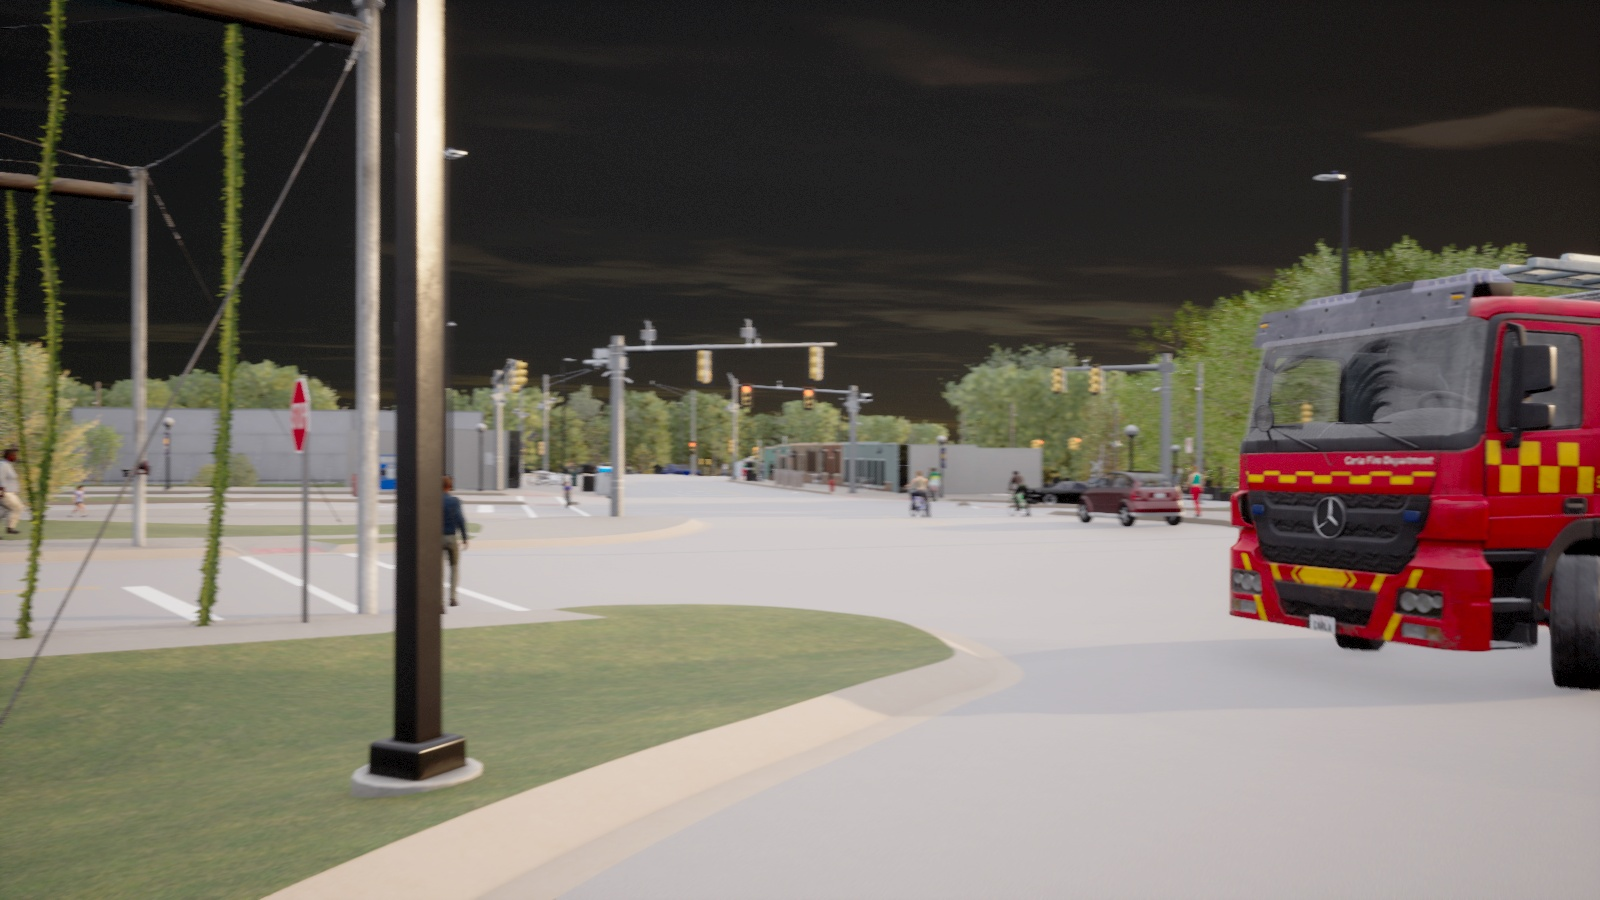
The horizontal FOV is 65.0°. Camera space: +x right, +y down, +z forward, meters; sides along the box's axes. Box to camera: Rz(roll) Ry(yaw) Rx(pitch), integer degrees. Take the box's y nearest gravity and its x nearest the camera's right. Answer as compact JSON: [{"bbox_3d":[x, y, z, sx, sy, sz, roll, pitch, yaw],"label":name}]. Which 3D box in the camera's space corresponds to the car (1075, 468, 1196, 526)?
[{"bbox_3d":[9.622,1.320,36.320,1.789,1.549,3.705,-1,-1,-14],"label":"car"}]

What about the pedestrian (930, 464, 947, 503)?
[{"bbox_3d":[7.161,1.723,64.959,0.659,1.952,0.873,0,0,-8],"label":"pedestrian"}]

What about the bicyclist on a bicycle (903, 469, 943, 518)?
[{"bbox_3d":[4.200,1.484,43.024,0.866,1.612,1.509,0,-1,-15],"label":"bicyclist on a bicycle"}]

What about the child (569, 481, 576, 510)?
[{"bbox_3d":[-9.917,1.972,54.690,0.270,1.263,0.437,0,0,-14],"label":"child"}]

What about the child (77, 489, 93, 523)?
[{"bbox_3d":[-23.345,1.828,40.992,0.394,1.110,0.255,0,0,-14],"label":"child"}]

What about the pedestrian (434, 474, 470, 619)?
[{"bbox_3d":[-4.582,1.250,16.552,0.370,1.835,0.726,0,0,-9],"label":"pedestrian"}]

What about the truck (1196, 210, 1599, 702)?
[{"bbox_3d":[8.401,0.121,12.647,8.468,3.827,2.891,1,-1,-21],"label":"truck"}]

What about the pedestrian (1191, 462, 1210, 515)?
[{"bbox_3d":[14.115,1.339,44.271,0.345,1.836,0.594,0,0,-19],"label":"pedestrian"}]

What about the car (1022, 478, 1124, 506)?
[{"bbox_3d":[13.795,2.129,63.429,4.718,1.301,1.895,2,-1,-18],"label":"car"}]

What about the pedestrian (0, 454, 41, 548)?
[{"bbox_3d":[-16.013,1.016,25.508,0.900,1.855,0.874,0,0,-39],"label":"pedestrian"}]
